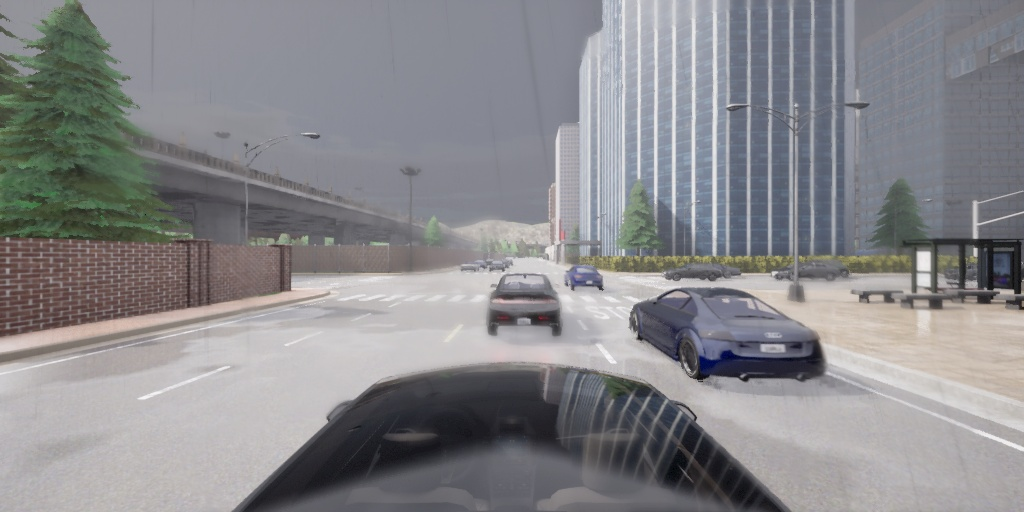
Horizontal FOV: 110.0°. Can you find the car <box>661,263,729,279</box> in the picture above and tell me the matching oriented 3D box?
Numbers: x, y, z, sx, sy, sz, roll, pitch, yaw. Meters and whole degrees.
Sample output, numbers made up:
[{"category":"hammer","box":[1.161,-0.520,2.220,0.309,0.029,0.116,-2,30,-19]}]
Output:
[{"category":"car","box":[14.954,1.331,29.875,4.674,1.442,1.812,0,0,3]}]

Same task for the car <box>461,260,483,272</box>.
[{"category":"car","box":[-5.361,1.351,46.316,1.895,1.301,4.718,0,0,2]}]

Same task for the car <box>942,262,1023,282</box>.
[{"category":"car","box":[37.893,1.311,28.898,4.892,1.490,1.837,0,0,3]}]

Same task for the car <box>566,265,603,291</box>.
[{"category":"car","box":[4.359,1.279,22.020,1.812,1.442,4.674,0,0,2]}]

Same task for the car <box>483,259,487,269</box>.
[{"category":"car","box":[-4.984,1.276,55.530,1.812,1.442,4.674,0,0,2]}]

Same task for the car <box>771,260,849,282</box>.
[{"category":"car","box":[24.074,1.297,29.507,4.902,1.511,2.128,0,0,2]}]

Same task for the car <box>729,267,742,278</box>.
[{"category":"car","box":[18.170,1.353,33.257,5.357,1.411,2.033,0,0,2]}]

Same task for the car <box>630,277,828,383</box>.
[{"category":"car","box":[3.856,1.314,7.227,1.994,1.385,4.181,0,0,2]}]

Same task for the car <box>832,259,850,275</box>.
[{"category":"car","box":[27.882,1.157,32.846,4.553,1.767,2.097,0,0,2]}]

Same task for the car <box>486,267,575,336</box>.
[{"category":"car","box":[0.372,1.242,10.369,2.128,1.511,4.902,0,0,2]}]

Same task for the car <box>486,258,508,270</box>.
[{"category":"car","box":[-1.848,1.276,46.525,1.812,1.442,4.674,0,0,2]}]

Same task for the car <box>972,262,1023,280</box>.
[{"category":"car","box":[44.835,1.315,32.051,4.892,1.490,1.837,0,0,3]}]

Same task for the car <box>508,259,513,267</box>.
[{"category":"car","box":[-1.426,1.297,56.967,2.033,1.411,5.357,0,0,2]}]
